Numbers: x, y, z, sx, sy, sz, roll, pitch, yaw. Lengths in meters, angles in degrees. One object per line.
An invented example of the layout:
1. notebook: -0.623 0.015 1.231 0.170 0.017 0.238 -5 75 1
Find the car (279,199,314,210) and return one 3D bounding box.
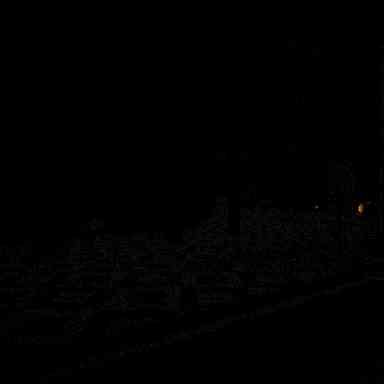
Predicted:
1. car: 14.678 1.741 46.947 1.947 1.339 4.313 2 -1 -36

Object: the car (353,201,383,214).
1. car: 21.078 1.735 38.034 1.947 1.339 4.313 2 -1 -36

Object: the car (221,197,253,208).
1. car: 6.468 1.528 48.356 1.837 1.490 4.892 2 -1 -36

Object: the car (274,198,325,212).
1. car: 12.694 1.508 39.669 2.128 1.511 4.902 2 -1 -36

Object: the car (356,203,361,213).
1. car: 18.542 1.489 31.521 1.882 1.535 5.008 2 -1 -36

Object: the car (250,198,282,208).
1. car: 11.379 1.704 51.543 1.752 1.417 4.829 2 -1 -36

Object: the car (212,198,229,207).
1. car: 4.652 1.477 46.301 1.752 1.417 4.829 2 -1 -36

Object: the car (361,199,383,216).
1. car: 17.339 1.379 28.636 1.967 1.590 4.097 2 -1 -37

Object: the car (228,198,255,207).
1. car: 8.278 1.732 55.861 2.008 1.369 4.403 2 -1 -36

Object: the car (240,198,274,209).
1. car: 7.753 1.493 41.981 1.887 1.381 4.507 2 -1 -36

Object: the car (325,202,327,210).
1. car: 17.878 1.754 42.490 1.802 1.307 4.206 2 -1 -36

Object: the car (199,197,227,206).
1. car: 3.596 1.659 57.735 2.033 1.411 5.357 2 -1 -35
